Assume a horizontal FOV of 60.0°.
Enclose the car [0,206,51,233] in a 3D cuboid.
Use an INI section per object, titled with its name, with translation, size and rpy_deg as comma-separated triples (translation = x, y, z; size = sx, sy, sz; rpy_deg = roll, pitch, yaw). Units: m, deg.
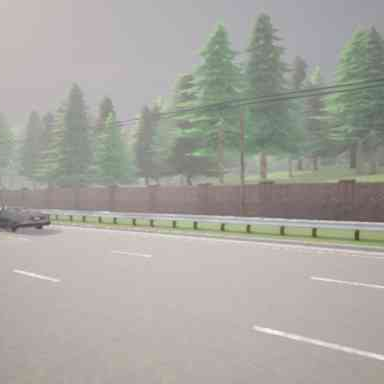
[car]
translation = -10.550, 1.518, 19.623
size = 5.357, 1.411, 2.033
rpy_deg = 0, 1, 34
